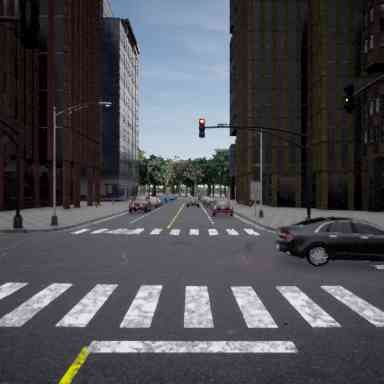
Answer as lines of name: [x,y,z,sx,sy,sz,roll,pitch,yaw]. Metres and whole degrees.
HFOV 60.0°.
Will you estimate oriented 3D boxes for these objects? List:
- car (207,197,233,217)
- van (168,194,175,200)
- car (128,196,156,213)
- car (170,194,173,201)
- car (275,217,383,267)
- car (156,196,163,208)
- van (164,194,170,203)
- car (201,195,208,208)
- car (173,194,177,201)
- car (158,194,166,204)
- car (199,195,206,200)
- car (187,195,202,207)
car: [2.787,1.445,31.713,1.967,1.590,4.097,0,0,0]
van: [-5.693,1.377,91.533,1.690,1.788,3.998,0,0,0]
car: [-5.734,1.321,37.157,2.192,1.841,5.009,0,0,0]
car: [-5.709,1.572,69.783,2.008,1.369,4.403,0,0,0]
car: [5.330,1.632,11.246,4.892,1.490,1.837,1,0,0]
car: [-5.726,1.592,48.032,1.802,1.307,4.206,0,0,0]
van: [-5.713,1.359,64.345,1.690,1.788,3.998,0,0,0]
car: [2.799,1.561,48.025,2.008,1.369,4.403,0,0,0]
car: [-5.696,1.598,86.095,1.947,1.339,4.313,0,0,0]
car: [-5.722,1.538,53.300,1.752,1.417,4.829,0,0,0]
car: [2.833,1.562,91.696,1.752,1.417,4.829,0,0,0]
car: [0.142,1.558,52.111,2.033,1.411,5.357,0,0,0]
